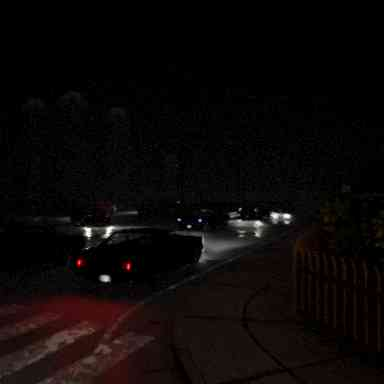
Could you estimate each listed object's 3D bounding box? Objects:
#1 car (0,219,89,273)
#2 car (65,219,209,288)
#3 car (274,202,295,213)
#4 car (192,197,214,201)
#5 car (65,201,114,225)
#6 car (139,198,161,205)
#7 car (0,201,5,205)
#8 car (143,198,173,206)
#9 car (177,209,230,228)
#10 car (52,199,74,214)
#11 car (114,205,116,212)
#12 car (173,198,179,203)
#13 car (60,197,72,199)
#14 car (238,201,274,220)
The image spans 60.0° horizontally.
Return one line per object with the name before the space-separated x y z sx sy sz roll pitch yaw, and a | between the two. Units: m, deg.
car | -5.561 1.694 9.848 1.895 1.301 4.718 0 -1 27
car | -1.201 1.694 9.644 1.895 1.301 4.718 0 -1 20
car | 11.986 2.017 43.215 1.895 1.301 4.718 0 -1 28
car | 2.765 2.116 61.681 4.674 1.442 1.812 1 -1 -44
car | -8.165 1.723 26.145 1.882 1.535 5.008 0 -1 -35
car | -9.922 2.219 78.356 4.611 1.667 2.242 0 -1 28
car | -26.757 1.917 44.633 4.193 1.474 1.816 0 -1 28
car | -5.211 1.944 47.754 2.128 1.511 4.902 0 -1 28
car | 0.845 1.813 22.153 1.895 1.301 4.718 0 -1 28
car | -14.786 1.892 39.773 3.905 1.438 1.784 0 -1 28
car | -10.180 1.819 36.389 1.882 1.535 5.008 0 -1 15
car | -4.602 1.876 59.815 4.605 1.855 1.932 0 -1 28
car | -21.059 1.843 56.866 3.866 1.878 1.905 0 -1 28
car | 6.018 1.659 31.967 2.097 1.767 4.553 0 -1 28
